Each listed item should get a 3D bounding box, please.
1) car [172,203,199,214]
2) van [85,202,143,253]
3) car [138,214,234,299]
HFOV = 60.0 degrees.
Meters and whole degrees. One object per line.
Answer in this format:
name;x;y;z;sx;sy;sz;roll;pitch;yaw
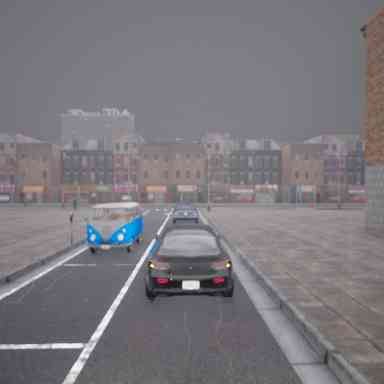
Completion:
car;-0.481;1.510;24.517;2.033;1.411;5.357;0;0;-1
van;-2.953;1.319;13.237;1.690;1.788;3.998;-1;0;-1
car;-0.087;1.511;8.316;1.812;1.442;4.674;0;0;-2
